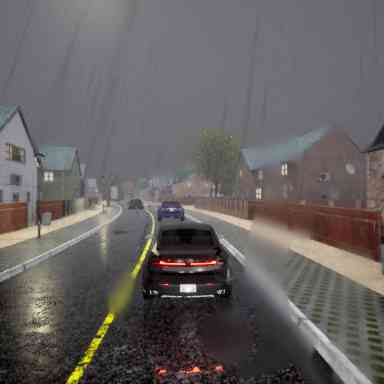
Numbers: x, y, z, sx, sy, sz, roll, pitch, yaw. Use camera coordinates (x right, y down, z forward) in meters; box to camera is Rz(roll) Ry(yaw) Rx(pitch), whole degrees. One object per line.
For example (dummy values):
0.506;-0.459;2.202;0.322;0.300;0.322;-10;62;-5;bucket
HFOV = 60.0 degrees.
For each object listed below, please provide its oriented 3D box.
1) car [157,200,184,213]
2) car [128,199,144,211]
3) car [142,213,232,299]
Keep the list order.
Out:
-1.847;1.435;27.957;2.097;1.767;4.553;0;0;-7;car
-7.495;1.662;44.427;1.882;1.535;5.008;0;-1;-11;car
-0.161;1.516;8.498;1.837;1.490;4.892;0;0;-2;car
